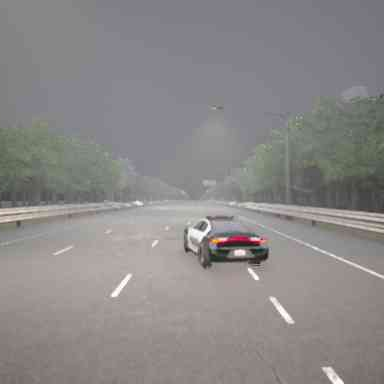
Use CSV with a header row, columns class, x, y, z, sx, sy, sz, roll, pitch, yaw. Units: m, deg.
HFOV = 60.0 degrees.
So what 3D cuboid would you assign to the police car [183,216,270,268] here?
class,x,y,z,sx,sy,sz,roll,pitch,yaw
police car,0.922,1.636,12.034,2.038,1.542,4.974,1,-1,-12
